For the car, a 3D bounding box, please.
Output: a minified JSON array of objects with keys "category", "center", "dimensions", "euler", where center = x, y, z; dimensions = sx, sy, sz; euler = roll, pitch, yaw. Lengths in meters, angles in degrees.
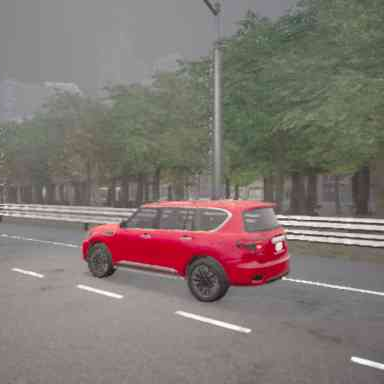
[{"category":"car","center":[-0.383,1.224,8.444],"dimensions":[5.566,2.045,2.150],"euler":[0,0,36]}]
